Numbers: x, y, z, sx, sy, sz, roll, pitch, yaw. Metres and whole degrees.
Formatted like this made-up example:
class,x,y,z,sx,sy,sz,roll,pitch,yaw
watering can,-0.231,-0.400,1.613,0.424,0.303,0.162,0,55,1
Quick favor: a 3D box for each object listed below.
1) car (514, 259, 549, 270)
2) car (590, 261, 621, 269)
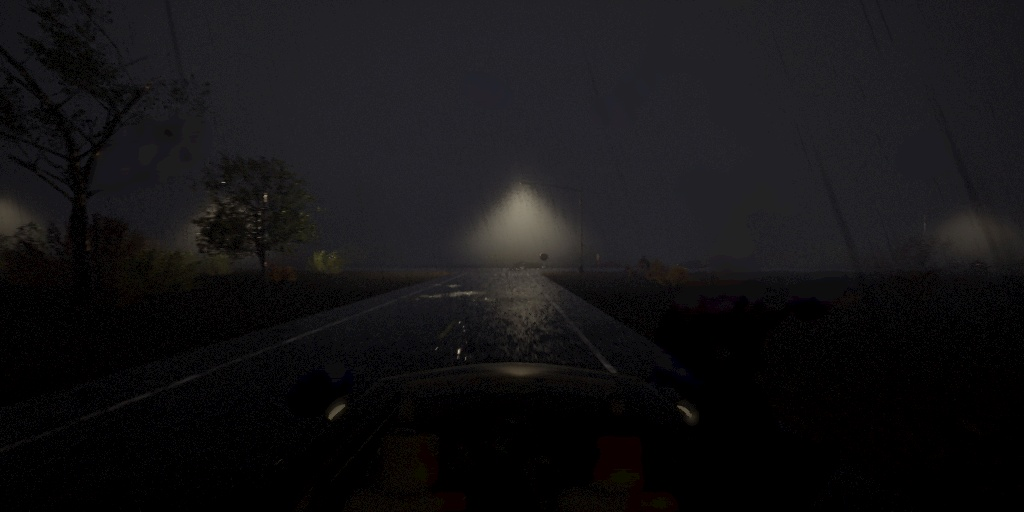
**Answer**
class,x,y,z,sx,sy,sz,roll,pitch,yaw
car,2.804,1.248,51.189,5.008,1.535,1.882,0,0,-1
car,15.222,1.424,58.553,4.718,1.301,1.895,0,0,-2
